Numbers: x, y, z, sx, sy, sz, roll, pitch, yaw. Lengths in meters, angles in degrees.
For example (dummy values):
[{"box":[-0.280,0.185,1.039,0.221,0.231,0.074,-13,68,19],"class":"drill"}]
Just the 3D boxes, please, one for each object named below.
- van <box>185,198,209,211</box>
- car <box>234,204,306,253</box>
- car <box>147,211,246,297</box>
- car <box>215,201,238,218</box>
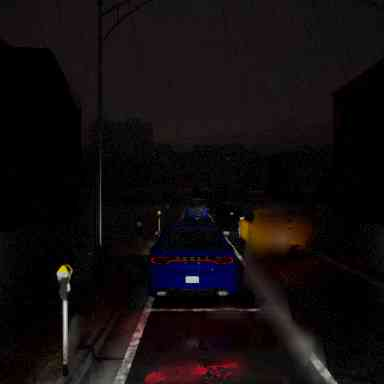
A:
[{"box":[0.374,1.345,25.499,1.690,1.788,3.998,-1,0,0],"class":"van"},{"box":[3.122,1.477,13.802,1.882,1.535,5.008,0,0,0],"class":"car"},{"box":[0.006,1.477,8.651,1.882,1.535,5.008,0,0,0],"class":"car"},{"box":[3.026,1.483,27.837,1.882,1.535,5.008,0,0,0],"class":"car"}]
